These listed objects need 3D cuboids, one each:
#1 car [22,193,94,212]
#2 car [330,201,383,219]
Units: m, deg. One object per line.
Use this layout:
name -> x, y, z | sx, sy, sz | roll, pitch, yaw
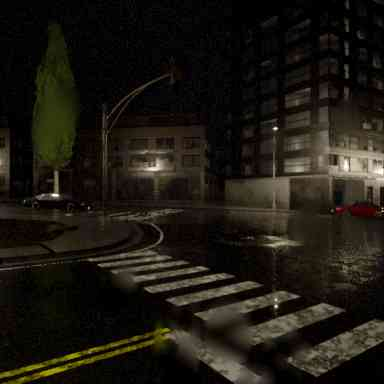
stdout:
car -> -10.581, 0.785, 26.271 | 5.357, 1.411, 2.033 | 1, 0, 11
car -> 14.208, 1.478, 28.766 | 4.181, 1.385, 1.994 | 1, 2, 2
